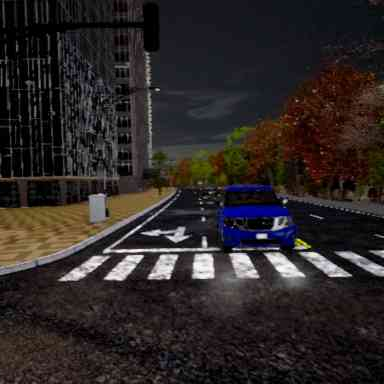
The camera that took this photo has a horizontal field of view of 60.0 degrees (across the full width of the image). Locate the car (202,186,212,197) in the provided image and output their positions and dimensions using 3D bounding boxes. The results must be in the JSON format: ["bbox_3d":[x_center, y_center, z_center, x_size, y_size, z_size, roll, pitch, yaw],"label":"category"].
[{"bbox_3d":[2.545,-0.123,48.194,2.128,1.511,4.902,-2,2,0],"label":"car"}]

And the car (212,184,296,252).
[{"bbox_3d":[2.019,0.779,11.952,2.150,2.045,5.566,-1,2,2],"label":"car"}]
